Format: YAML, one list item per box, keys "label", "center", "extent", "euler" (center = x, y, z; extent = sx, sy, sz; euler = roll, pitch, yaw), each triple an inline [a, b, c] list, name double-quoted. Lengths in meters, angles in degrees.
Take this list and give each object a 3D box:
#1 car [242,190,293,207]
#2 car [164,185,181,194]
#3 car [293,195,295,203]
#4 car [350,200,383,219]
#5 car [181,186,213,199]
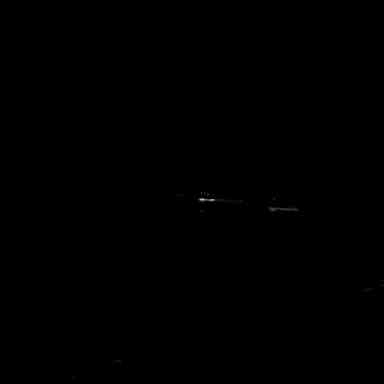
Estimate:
- label: "car"
  center: [6.892, 0.548, 31.995]
  extent: [1.882, 1.535, 5.008]
  euler: [2, 1, -29]
- label: "car"
  center: [-3.182, -0.522, 57.189]
  extent: [2.128, 1.511, 4.902]
  euler: [2, 2, -28]
- label: "car"
  center: [8.728, 0.554, 35.262]
  extent: [2.128, 1.511, 4.902]
  euler: [2, 2, -28]
- label: "car"
  center: [12.675, 1.195, 21.124]
  extent: [1.895, 1.301, 4.718]
  euler: [2, 2, -27]
- label: "car"
  center: [0.915, 0.033, 43.016]
  extent: [1.837, 1.490, 4.892]
  euler: [2, 2, -28]
